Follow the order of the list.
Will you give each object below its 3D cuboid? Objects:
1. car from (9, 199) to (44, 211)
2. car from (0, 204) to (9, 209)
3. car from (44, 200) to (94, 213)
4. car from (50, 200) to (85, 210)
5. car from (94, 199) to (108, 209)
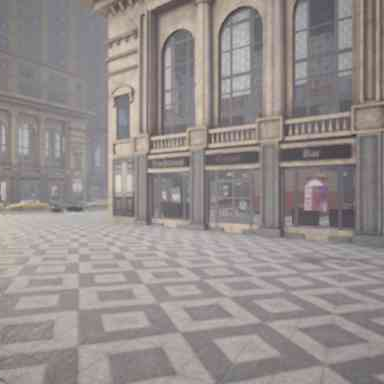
[{"bbox_3d":[-20.844,1.635,42.342,1.752,1.417,4.829,-1,-1,36],"label":"car"},{"bbox_3d":[-24.066,1.561,37.835,1.752,1.417,4.829,-1,-1,36],"label":"car"},{"bbox_3d":[-13.805,1.686,37.527,1.947,1.339,4.313,-1,-1,36],"label":"car"},{"bbox_3d":[-17.523,1.750,46.986,1.947,1.339,4.313,-1,-1,36],"label":"car"},{"bbox_3d":[-14.399,1.778,51.355,1.752,1.417,4.829,-1,-1,36],"label":"car"}]
